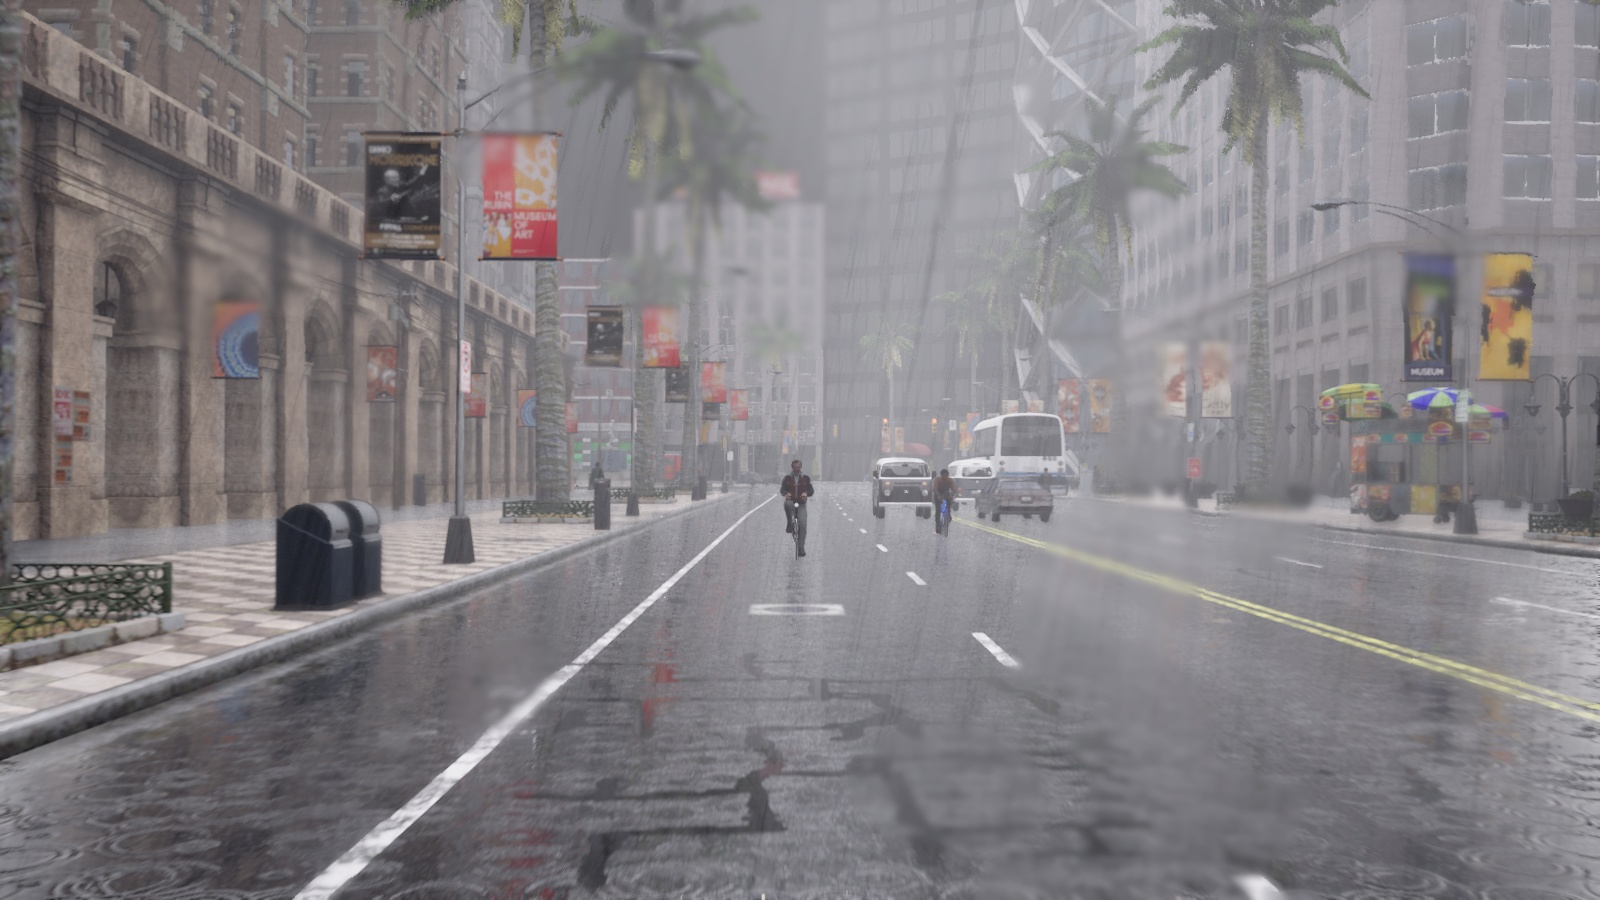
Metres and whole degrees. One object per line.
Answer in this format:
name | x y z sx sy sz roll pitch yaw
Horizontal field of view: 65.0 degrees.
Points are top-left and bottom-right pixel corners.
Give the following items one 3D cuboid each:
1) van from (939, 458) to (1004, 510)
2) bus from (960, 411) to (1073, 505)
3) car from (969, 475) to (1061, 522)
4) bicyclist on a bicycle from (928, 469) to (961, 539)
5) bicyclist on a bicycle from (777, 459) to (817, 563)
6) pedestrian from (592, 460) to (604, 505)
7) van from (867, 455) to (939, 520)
van | 6.947 1.368 51.223 2.069 2.038 4.480 0 -1 1
bus | 10.555 0.443 62.558 3.944 4.253 10.273 0 -1 1
car | 6.902 1.519 40.889 2.033 1.411 5.357 0 -1 0
bicyclist on a bicycle | 3.428 1.254 29.870 0.582 1.620 1.656 0 -1 0
bicyclist on a bicycle | -0.054 1.059 22.288 0.659 1.776 1.843 0 -1 0
pedestrian | -8.821 1.425 54.835 0.423 1.949 0.788 0 -1 0
van | 3.401 1.232 42.254 2.069 2.038 4.480 0 -1 0
